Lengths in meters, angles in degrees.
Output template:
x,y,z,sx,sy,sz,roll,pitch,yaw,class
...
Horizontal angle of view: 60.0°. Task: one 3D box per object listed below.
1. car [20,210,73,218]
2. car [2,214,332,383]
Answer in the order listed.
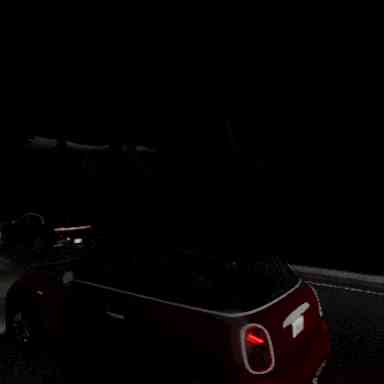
x,y,z,sx,sy,sz,roll,pitch,yaw,class
-5.835,1.490,13.226,4.902,1.511,2.128,0,0,40,car
-0.634,1.352,4.597,4.553,1.767,2.097,0,0,37,car
